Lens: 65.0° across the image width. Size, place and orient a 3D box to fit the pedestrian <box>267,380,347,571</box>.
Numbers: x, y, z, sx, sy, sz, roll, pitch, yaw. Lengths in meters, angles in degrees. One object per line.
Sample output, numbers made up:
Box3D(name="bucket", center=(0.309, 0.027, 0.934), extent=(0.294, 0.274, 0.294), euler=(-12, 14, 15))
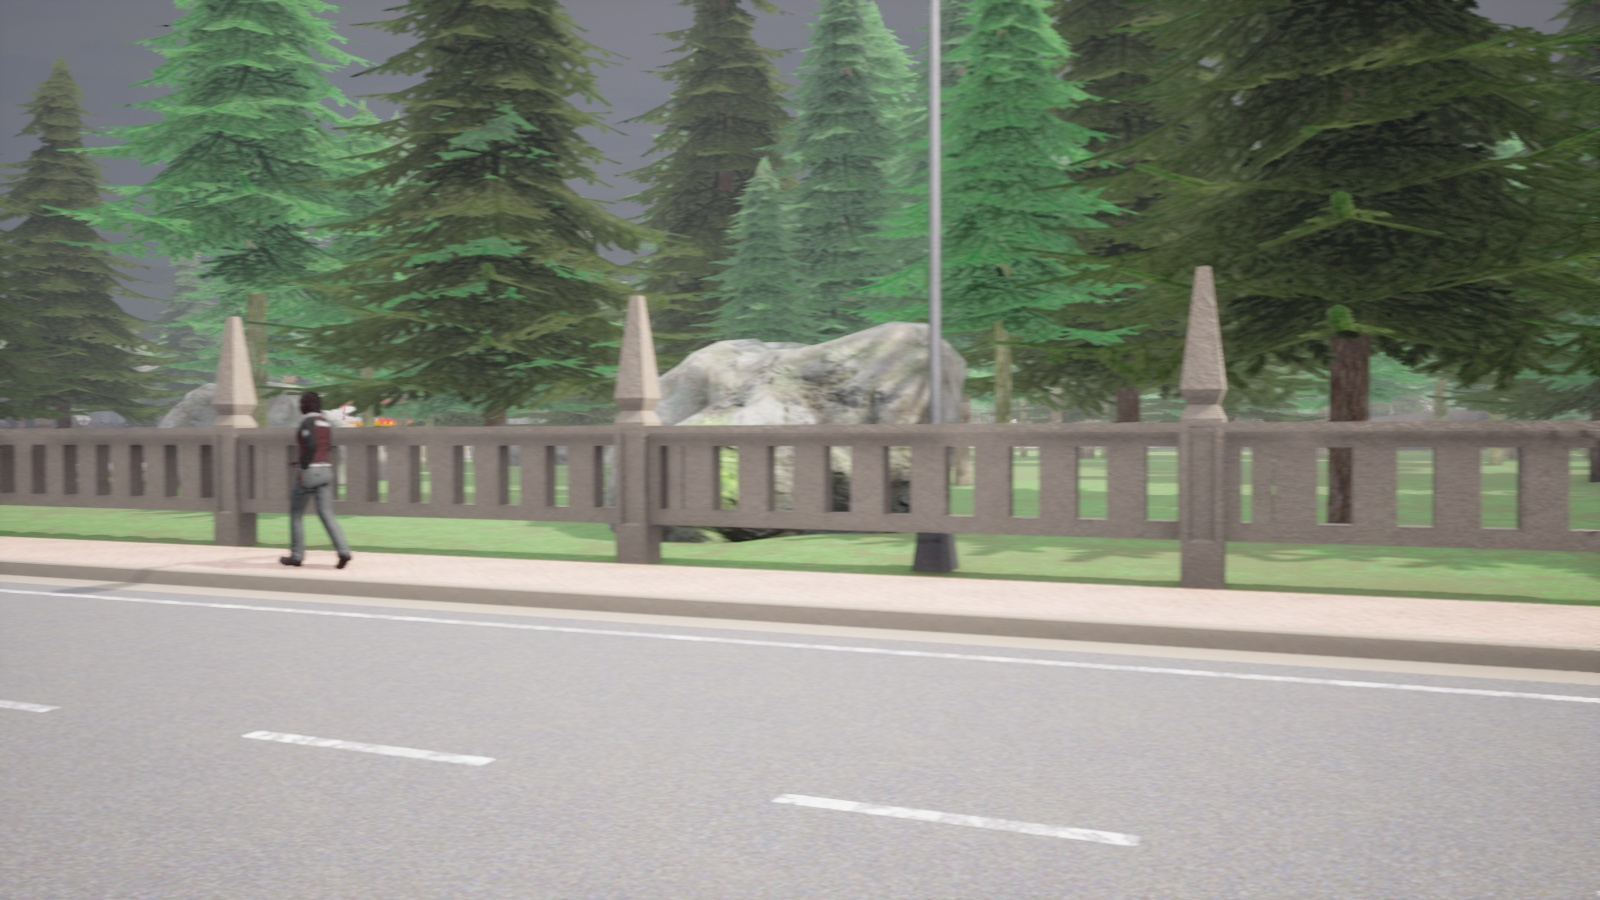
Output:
Box3D(name="pedestrian", center=(-5.078, 0.251, 12.933), extent=(0.666, 1.930, 0.402), euler=(1, 1, 22))

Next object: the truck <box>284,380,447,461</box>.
Box3D(name="truck", center=(-21.893, -1.480, 63.850), extent=(2.891, 3.827, 8.468), euler=(1, 1, 23))
